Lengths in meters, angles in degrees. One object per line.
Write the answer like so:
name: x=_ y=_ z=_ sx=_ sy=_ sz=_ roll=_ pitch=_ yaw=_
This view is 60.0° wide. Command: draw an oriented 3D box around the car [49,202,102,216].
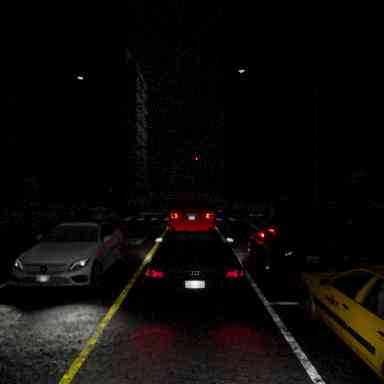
car: x=-5.766 y=1.441 z=15.075 sx=1.967 sy=1.590 sz=4.097 roll=0 pitch=0 yaw=0

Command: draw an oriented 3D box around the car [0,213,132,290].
car: x=-3.086 y=1.526 z=9.229 sx=1.812 sy=1.442 sz=4.674 roll=0 pitch=0 yaw=0

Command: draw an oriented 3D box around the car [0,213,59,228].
car: x=-5.765 y=1.545 z=9.618 sx=1.887 sy=1.381 sz=4.507 roll=0 pitch=0 yaw=0

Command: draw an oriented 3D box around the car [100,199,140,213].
car: x=-7.892 y=1.424 z=32.999 sx=5.357 sy=1.411 sz=2.033 roll=1 pitch=0 yaw=-15

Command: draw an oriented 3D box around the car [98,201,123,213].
car: x=-5.767 y=1.527 z=20.362 sx=1.752 sy=1.417 sz=4.829 roll=0 pitch=0 yaw=0

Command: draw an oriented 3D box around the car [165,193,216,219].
car: x=0.000 y=1.223 z=17.169 sx=2.150 sy=2.045 sz=5.566 roll=0 pitch=0 yaw=0

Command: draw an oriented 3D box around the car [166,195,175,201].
car: x=-5.778 y=1.586 z=90.566 sx=2.008 sy=1.369 sz=4.403 roll=0 pitch=0 yaw=0

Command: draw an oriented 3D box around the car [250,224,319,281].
car: x=2.760 y=1.566 z=9.622 sx=1.947 sy=1.339 sz=4.313 roll=0 pitch=0 yaw=0

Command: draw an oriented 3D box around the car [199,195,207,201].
car: x=2.748 y=1.556 z=85.299 sx=1.752 sy=1.417 sz=4.829 roll=0 pitch=0 yaw=0

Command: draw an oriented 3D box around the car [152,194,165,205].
car: x=-5.773 y=1.329 z=57.940 sx=2.192 sy=1.841 sz=5.009 roll=0 pitch=0 yaw=0

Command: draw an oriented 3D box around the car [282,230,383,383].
car: x=2.761 y=1.525 z=4.335 sx=1.752 sy=1.417 sz=4.829 roll=0 pitch=0 yaw=0

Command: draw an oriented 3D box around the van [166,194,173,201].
van: x=-5.778 y=1.372 z=85.128 sx=1.690 sy=1.788 sz=3.998 roll=0 pitch=0 yaw=0

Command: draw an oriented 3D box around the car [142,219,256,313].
car: x=0.058 y=1.564 z=7.749 sx=1.994 sy=1.385 sz=4.181 roll=0 pitch=0 yaw=0

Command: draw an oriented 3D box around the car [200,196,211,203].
car: x=2.751 y=1.571 z=68.816 sx=2.008 sy=1.369 sz=4.403 roll=0 pitch=0 yaw=0

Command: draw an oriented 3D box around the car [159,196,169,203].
car: x=-5.775 y=1.602 z=68.815 sx=1.802 sy=1.307 sz=4.206 roll=0 pitch=0 yaw=0

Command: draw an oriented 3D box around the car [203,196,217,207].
car: x=2.753 y=1.452 z=52.504 sx=1.967 sy=1.590 sz=4.097 roll=0 pitch=0 yaw=0

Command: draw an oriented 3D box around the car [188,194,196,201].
car: x=-0.014 y=1.388 z=86.778 sx=2.097 sy=1.767 sz=4.553 roll=0 pitch=0 yaw=0

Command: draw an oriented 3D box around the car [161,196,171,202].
car: x=-5.776 y=1.549 z=74.083 sx=1.752 sy=1.417 sz=4.829 roll=0 pitch=0 yaw=0

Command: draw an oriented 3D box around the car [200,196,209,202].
car: x=2.750 y=1.568 z=74.254 sx=1.887 sy=1.381 sz=4.507 roll=0 pitch=0 yaw=0
